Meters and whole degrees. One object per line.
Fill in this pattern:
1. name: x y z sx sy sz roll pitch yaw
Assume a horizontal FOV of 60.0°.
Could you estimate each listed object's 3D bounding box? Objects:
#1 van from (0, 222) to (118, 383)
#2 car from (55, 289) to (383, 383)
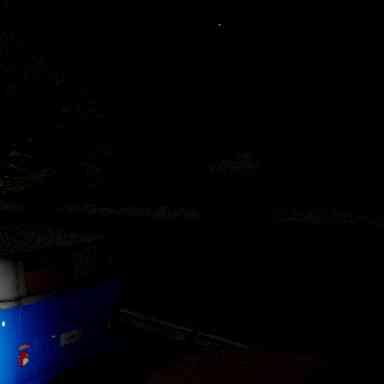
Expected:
1. van: -2.835 1.364 4.733 3.998 1.788 1.690 0 0 35
2. car: 1.546 1.523 1.617 4.829 1.417 1.752 0 0 35
